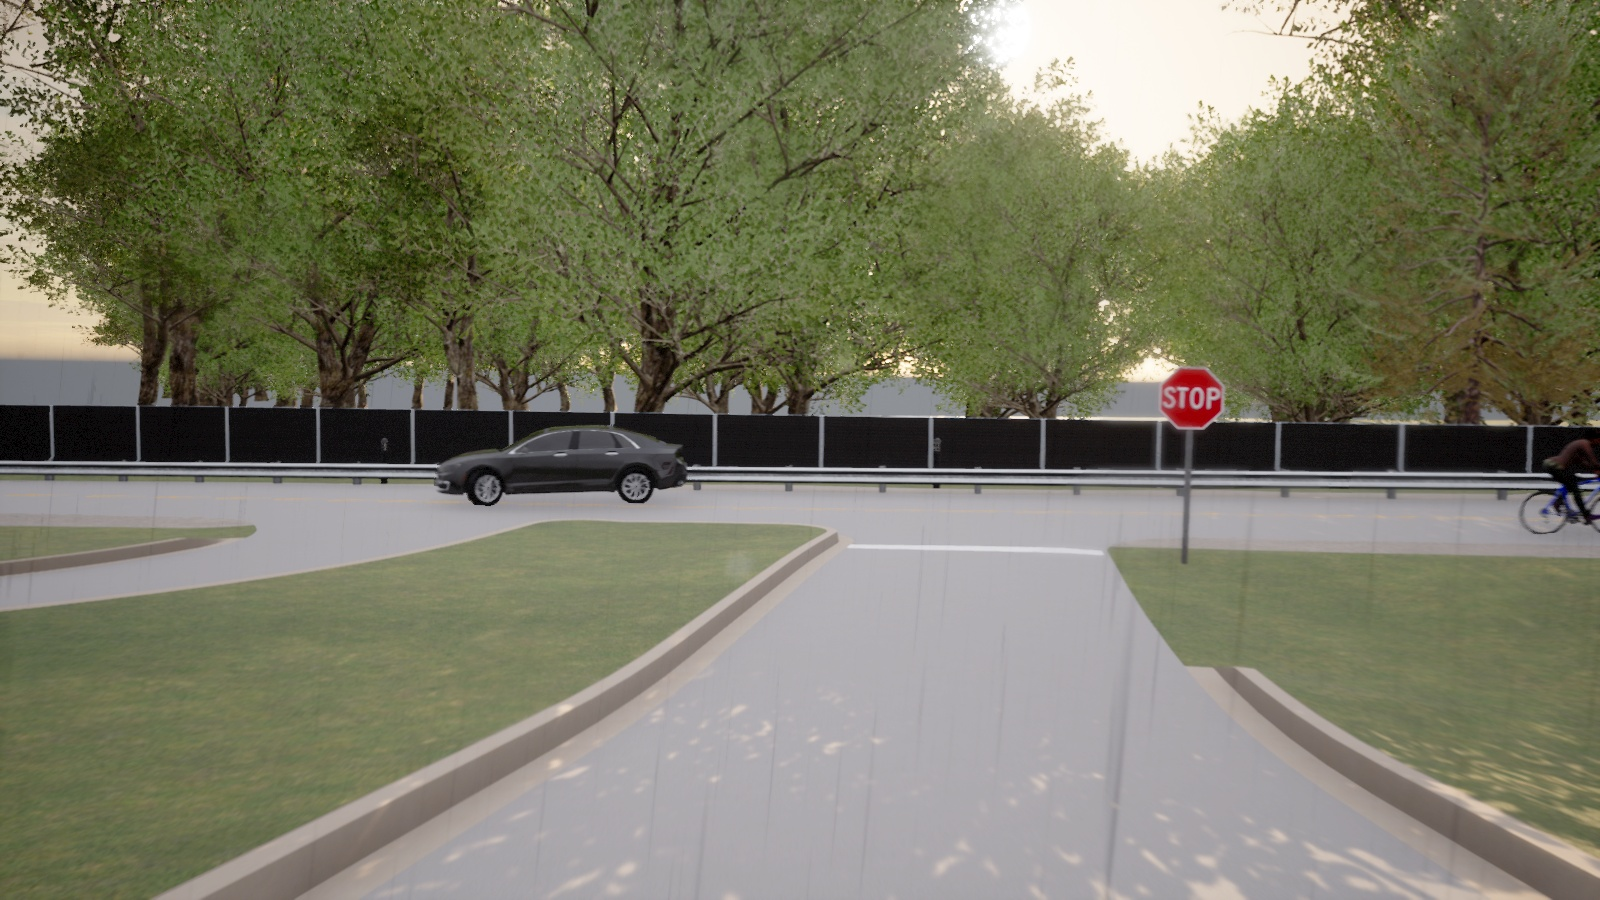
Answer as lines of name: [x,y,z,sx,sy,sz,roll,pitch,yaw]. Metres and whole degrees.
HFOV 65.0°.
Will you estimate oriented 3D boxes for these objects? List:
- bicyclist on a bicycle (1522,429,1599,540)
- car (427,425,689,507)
bicyclist on a bicycle: [11.920,0.518,18.919,1.656,1.620,0.582,1,4,12]
car: [-4.746,0.275,24.865,4.892,1.490,1.837,-1,2,-11]
